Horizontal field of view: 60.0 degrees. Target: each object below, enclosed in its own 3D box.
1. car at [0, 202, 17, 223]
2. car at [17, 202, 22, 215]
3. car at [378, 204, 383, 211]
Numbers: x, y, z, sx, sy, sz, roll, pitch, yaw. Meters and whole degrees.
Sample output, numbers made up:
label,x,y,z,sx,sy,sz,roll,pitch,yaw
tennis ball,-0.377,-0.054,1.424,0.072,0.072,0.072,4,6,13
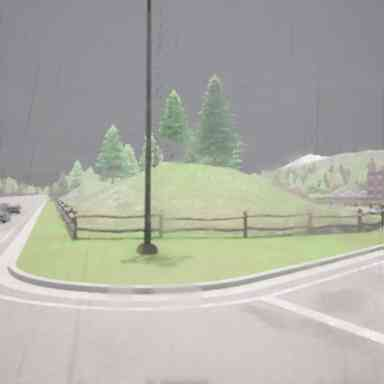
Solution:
label,x,y,z,sx,sy,sz,roll,pitch,yaw
car,-15.497,1.667,26.399,2.033,1.411,5.357,0,0,-23
car,-19.523,1.771,35.912,1.895,1.301,4.718,0,0,-23
car,25.814,1.968,42.638,1.837,1.490,4.892,0,0,2
